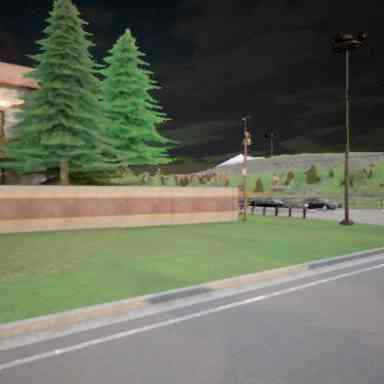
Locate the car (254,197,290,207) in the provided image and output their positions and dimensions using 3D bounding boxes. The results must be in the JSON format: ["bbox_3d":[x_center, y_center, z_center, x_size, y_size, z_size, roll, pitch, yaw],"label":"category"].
[{"bbox_3d":[12.300,1.529,51.618,2.033,1.411,5.357,0,0,-36],"label":"car"}]

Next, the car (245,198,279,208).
[{"bbox_3d":[10.165,1.584,48.569,1.895,1.301,4.718,0,0,-36],"label":"car"}]

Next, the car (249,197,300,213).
[{"bbox_3d":[9.279,1.464,37.837,1.882,1.535,5.008,0,0,-36],"label":"car"}]

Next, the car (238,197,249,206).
[{"bbox_3d":[6.414,1.476,47.782,2.128,1.511,4.902,0,0,-36],"label":"car"}]

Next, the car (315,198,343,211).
[{"bbox_3d":[15.589,1.489,41.061,1.837,1.490,4.892,0,0,-36],"label":"car"}]

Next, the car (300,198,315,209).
[{"bbox_3d":[11.810,1.477,40.311,2.128,1.511,4.902,0,0,-36],"label":"car"}]

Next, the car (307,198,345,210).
[{"bbox_3d":[17.699,1.546,44.118,1.994,1.385,4.181,0,0,-36],"label":"car"}]
